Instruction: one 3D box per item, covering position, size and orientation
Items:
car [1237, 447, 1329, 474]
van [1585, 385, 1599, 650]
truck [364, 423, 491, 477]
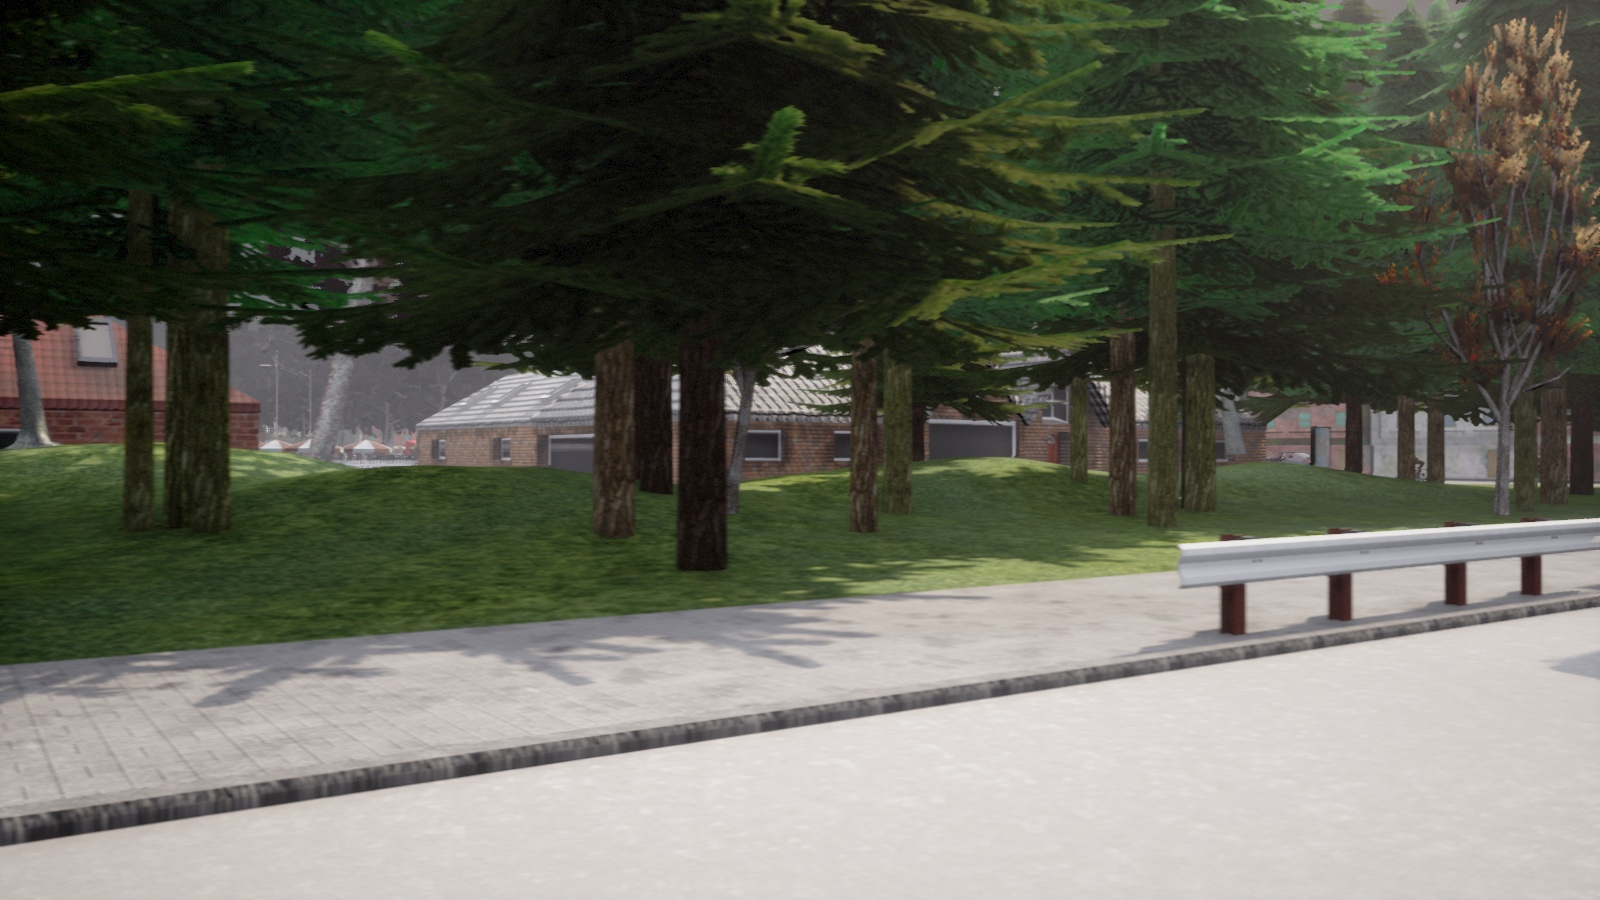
[{"bbox_3d":[30.231,0.653,78.751,2.152,1.651,5.027,0,0,-35],"label":"car"},{"bbox_3d":[8.257,0.505,10.020,4.442,1.987,1.775,0,0,-35],"label":"van"},{"bbox_3d":[-24.644,0.019,83.126,7.936,3.462,2.891,0,0,-19],"label":"truck"}]
